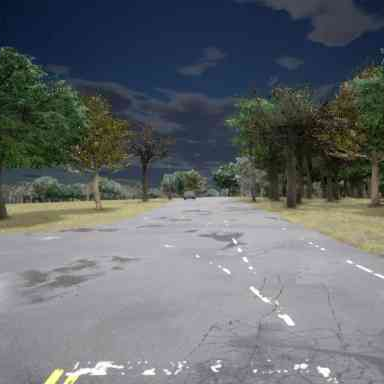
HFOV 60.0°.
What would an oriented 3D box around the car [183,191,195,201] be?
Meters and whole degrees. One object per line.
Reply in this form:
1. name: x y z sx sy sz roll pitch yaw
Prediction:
1. car: -0.613 0.817 72.744 2.150 2.045 5.566 -1 0 5
